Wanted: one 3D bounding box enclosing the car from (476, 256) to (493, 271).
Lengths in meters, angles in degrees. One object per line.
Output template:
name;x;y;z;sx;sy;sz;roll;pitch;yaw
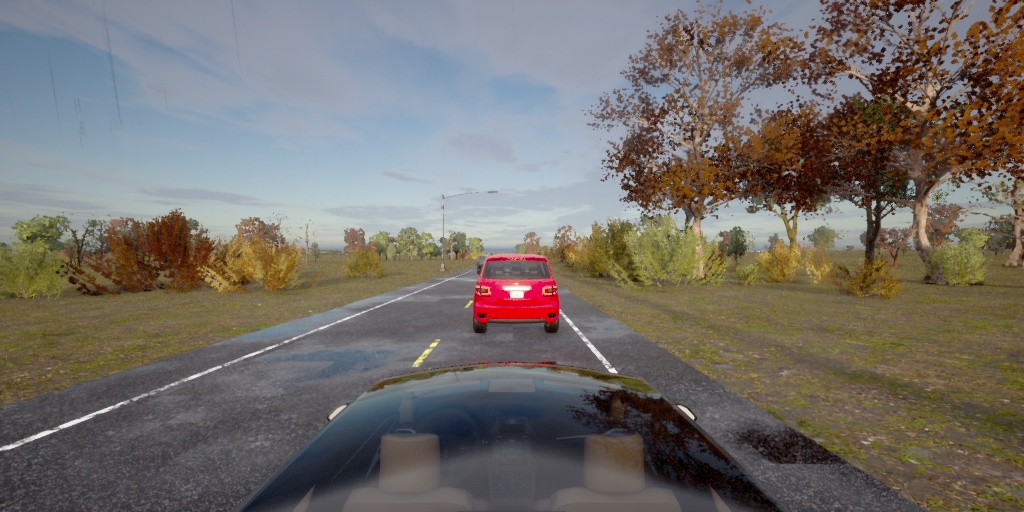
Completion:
car;-3.855;0.955;51.353;2.150;2.045;5.566;0;0;-1

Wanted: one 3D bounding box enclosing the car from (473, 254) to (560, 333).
car;0.085;0.968;10.831;2.150;2.045;5.566;0;0;-1

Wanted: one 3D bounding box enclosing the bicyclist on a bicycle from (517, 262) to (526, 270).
bicyclist on a bicycle;0.880;1.110;30.010;0.659;1.776;1.843;0;0;0

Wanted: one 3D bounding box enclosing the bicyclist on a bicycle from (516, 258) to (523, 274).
bicyclist on a bicycle;0.812;1.107;40.022;0.659;1.776;1.843;0;0;0
